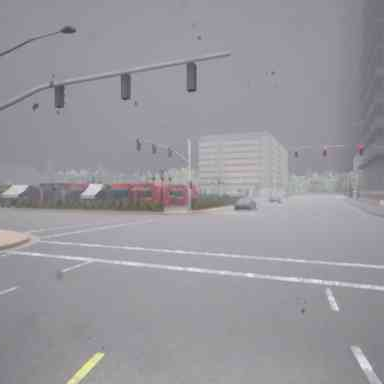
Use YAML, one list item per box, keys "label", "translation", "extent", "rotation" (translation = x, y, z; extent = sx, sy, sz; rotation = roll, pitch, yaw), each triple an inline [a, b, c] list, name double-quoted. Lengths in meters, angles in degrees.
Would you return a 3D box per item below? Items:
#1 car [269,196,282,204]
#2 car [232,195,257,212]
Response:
- label: "car"
  translation: [15.670, 1.440, 62.560]
  extent: [1.994, 1.385, 4.181]
  rotation: [0, 0, 22]
- label: "car"
  translation: [6.373, 1.468, 39.460]
  extent: [1.882, 1.535, 5.008]
  rotation: [0, 0, 22]
